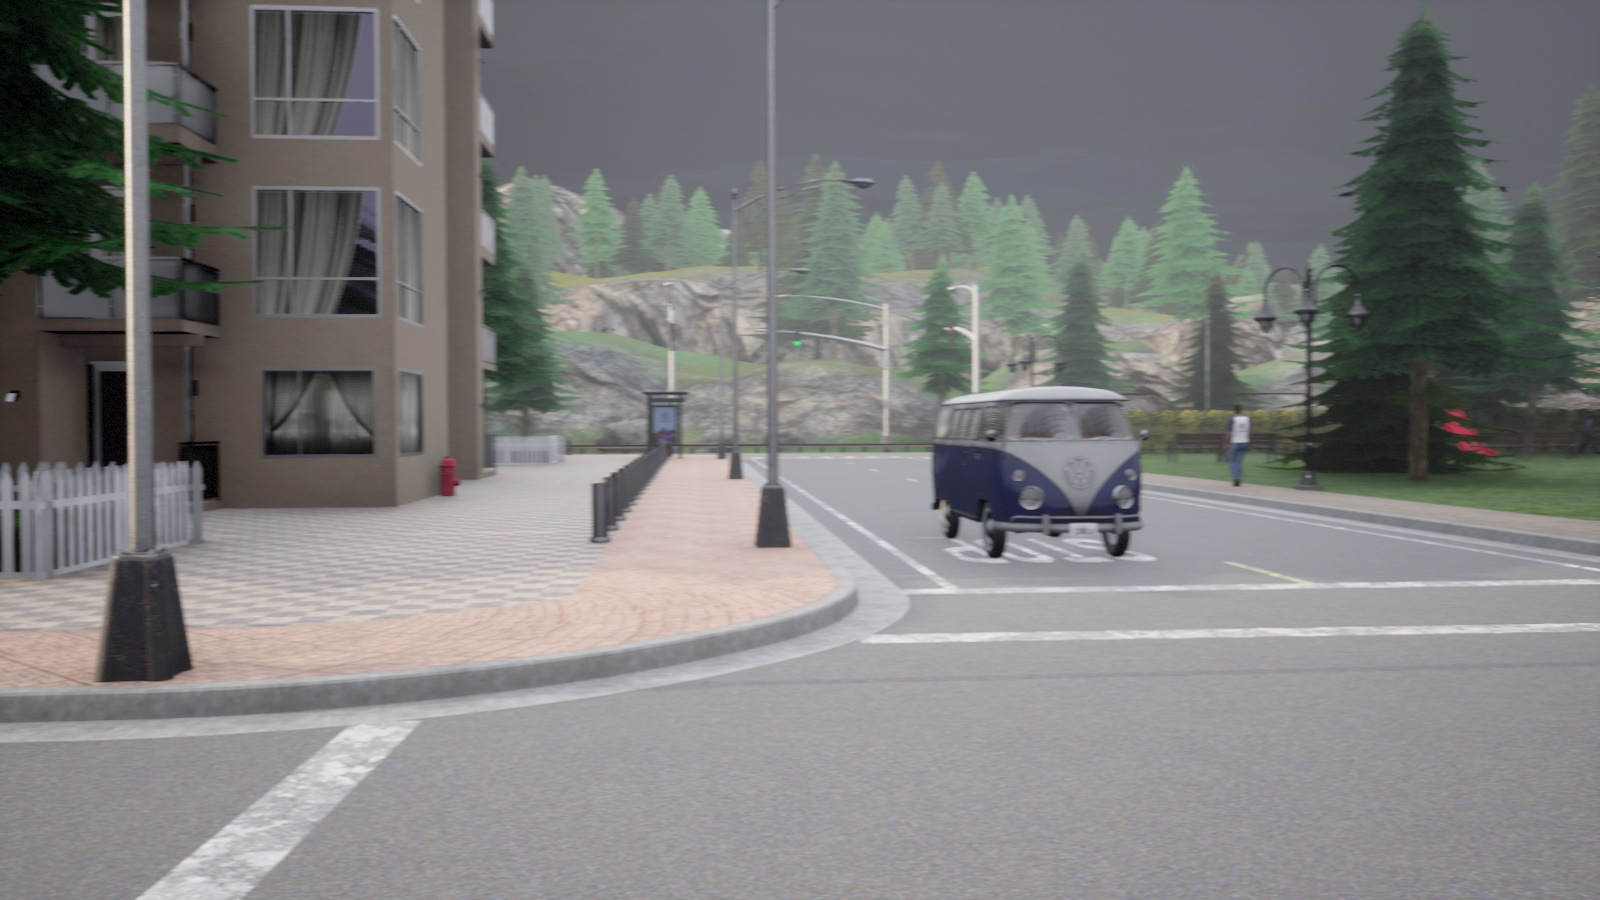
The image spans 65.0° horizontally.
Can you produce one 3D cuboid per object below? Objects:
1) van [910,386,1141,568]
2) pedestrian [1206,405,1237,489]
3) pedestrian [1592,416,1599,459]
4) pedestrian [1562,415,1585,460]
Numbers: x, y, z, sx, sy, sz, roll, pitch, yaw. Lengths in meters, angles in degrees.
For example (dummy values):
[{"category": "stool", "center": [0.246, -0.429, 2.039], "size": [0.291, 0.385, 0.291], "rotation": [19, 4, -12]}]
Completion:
[{"category": "van", "center": [2.660, 0.252, 15.929], "size": [1.775, 1.987, 4.442], "rotation": [0, 1, -5]}, {"category": "pedestrian", "center": [9.281, -0.065, 27.688], "size": [0.354, 1.836, 0.706], "rotation": [0, 1, -8]}, {"category": "pedestrian", "center": [34.548, -0.527, 54.061], "size": [0.706, 1.836, 0.354], "rotation": [1, 2, 42]}, {"category": "pedestrian", "center": [33.861, -0.548, 54.984], "size": [0.788, 1.949, 0.423], "rotation": [1, 2, 39]}]
